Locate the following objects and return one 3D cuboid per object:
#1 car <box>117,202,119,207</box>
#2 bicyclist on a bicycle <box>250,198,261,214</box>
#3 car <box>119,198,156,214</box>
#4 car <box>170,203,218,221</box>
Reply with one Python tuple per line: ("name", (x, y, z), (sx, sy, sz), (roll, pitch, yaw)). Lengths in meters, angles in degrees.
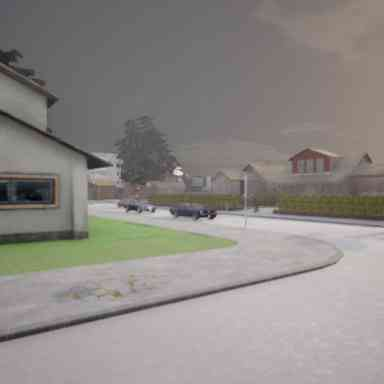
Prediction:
("car", (-9.385, 1.618, 48.678), (1.994, 1.385, 4.181), (0, 0, -36))
("bicyclist on a bicycle", (6.435, 1.413, 33.710), (1.656, 1.620, 0.582), (0, 0, -35))
("car", (-5.686, 1.535, 36.298), (2.128, 1.511, 4.902), (0, 0, -35))
("car", (0.088, 1.643, 28.150), (1.895, 1.301, 4.718), (0, 0, -35))
